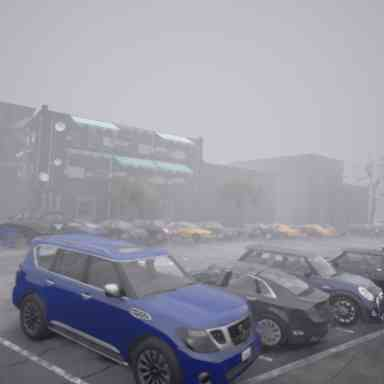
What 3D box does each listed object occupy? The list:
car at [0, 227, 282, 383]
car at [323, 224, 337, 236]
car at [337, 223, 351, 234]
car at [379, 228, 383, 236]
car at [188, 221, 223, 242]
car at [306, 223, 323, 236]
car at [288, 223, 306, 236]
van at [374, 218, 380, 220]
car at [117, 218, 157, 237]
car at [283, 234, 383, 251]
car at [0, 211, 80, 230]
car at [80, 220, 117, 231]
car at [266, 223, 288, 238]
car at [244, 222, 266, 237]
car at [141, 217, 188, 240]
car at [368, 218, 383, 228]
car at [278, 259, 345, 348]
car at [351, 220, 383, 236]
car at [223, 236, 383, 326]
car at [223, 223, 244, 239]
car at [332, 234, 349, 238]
[{"bbox_3d":[-1.395,2.118,6.834,5.566,2.045,2.435,2,-2,34],"label":"car"},{"bbox_3d":[13.585,4.404,38.796,5.366,1.575,1.946,1,-3,34],"label":"car"},{"bbox_3d":[16.161,4.634,40.418,4.792,1.488,2.163,1,-4,34],"label":"car"},{"bbox_3d":[13.221,3.309,17.449,5.566,2.045,2.435,2,-2,34],"label":"car"},{"bbox_3d":[-0.463,3.240,28.233,5.366,1.575,1.946,1,-4,34],"label":"car"},{"bbox_3d":[11.352,4.215,36.974,5.008,1.535,2.097,1,-3,34],"label":"car"},{"bbox_3d":[8.798,4.015,35.340,5.366,1.575,1.946,1,-3,34],"label":"car"},{"bbox_3d":[30.408,5.544,50.875,4.442,1.987,1.878,1,-3,34],"label":"van"},{"bbox_3d":[-5.410,2.852,24.877,4.892,1.521,2.231,1,-4,34],"label":"car"},{"bbox_3d":[5.929,2.840,12.114,4.553,1.767,2.185,3,-2,34],"label":"car"},{"bbox_3d":[-10.209,2.210,21.437,5.566,2.045,2.435,1,-3,34],"label":"car"},{"bbox_3d":[-7.802,2.696,23.143,4.674,1.452,2.002,1,-3,34],"label":"car"},{"bbox_3d":[6.557,3.824,33.508,5.008,1.535,2.097,1,-4,34],"label":"car"},{"bbox_3d":[4.140,3.659,31.796,4.792,1.488,2.163,1,-3,34],"label":"car"},{"bbox_3d":[-3.032,2.920,26.627,4.553,1.767,2.185,1,-4,34],"label":"car"},{"bbox_3d":[44.097,7.365,79.966,2.435,2.045,5.566,1,-2,36],"label":"car"},{"bbox_3d":[1.011,2.567,8.594,4.892,1.521,2.231,2,-2,34],"label":"car"},{"bbox_3d":[23.297,5.063,45.639,4.553,1.767,2.185,1,-4,34],"label":"car"},{"bbox_3d":[3.436,2.639,10.388,4.553,1.767,2.185,2,-2,34],"label":"car"},{"bbox_3d":[1.768,3.436,30.056,4.892,1.521,2.231,1,-4,34],"label":"car"},{"bbox_3d":[8.374,3.039,13.888,4.553,1.767,2.185,2,-2,34],"label":"car"}]
